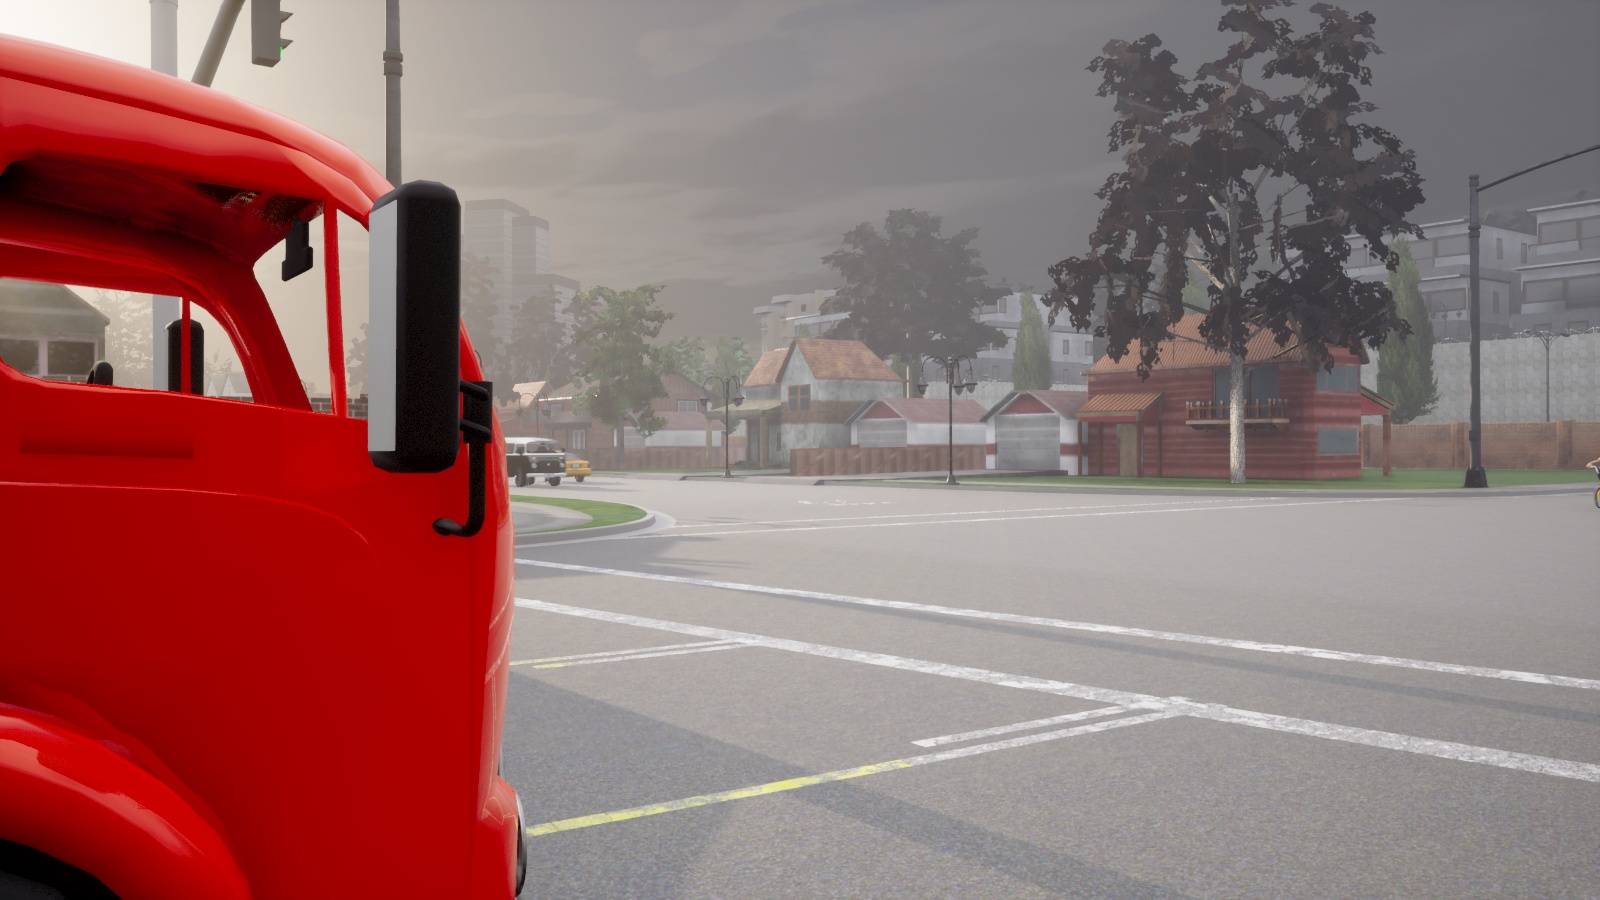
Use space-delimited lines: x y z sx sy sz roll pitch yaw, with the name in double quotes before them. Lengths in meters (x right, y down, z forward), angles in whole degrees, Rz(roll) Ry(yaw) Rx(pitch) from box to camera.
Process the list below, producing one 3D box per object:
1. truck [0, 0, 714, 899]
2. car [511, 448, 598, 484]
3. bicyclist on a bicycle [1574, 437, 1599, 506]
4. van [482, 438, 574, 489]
"truck" -3.027 0.263 1.582 5.204 2.467 2.627 0 0 -34
"car" -11.433 0.728 58.126 1.801 1.575 5.366 -1 0 -36
"bicyclist on a bicycle" 19.193 0.503 29.810 1.509 1.612 0.866 -1 0 -35
"van" -11.337 0.531 52.091 2.069 2.038 4.480 -1 0 -36
